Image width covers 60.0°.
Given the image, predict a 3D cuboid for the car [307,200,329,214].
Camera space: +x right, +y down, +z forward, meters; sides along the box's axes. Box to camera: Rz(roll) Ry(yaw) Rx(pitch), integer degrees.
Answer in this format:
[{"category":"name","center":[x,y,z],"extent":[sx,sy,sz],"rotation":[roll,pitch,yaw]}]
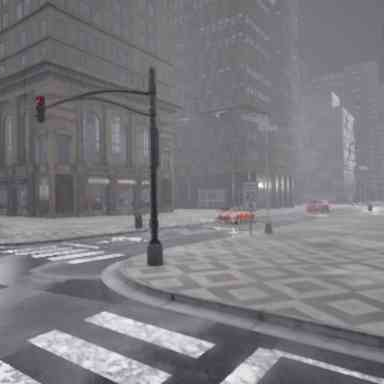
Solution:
[{"category":"car","center":[19.427,2.196,51.094],"extent":[2.150,2.045,5.566],"rotation":[-1,-2,36]}]

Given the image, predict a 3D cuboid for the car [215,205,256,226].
[{"category":"car","center":[3.885,1.938,29.374],"extent":[2.097,1.767,4.553],"rotation":[-1,-2,36]}]
